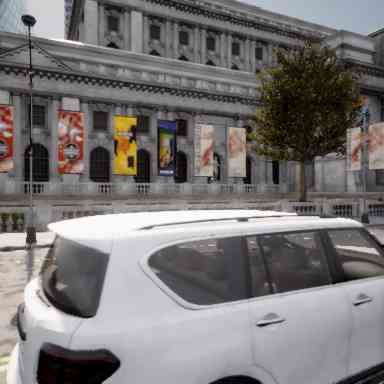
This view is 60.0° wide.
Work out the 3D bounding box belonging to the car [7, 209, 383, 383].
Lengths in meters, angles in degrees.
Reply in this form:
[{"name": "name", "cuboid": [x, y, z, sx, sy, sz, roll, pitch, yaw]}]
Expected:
[{"name": "car", "cuboid": [0.985, 1.225, 3.959, 5.566, 2.045, 2.150, 0, 0, -30]}]
